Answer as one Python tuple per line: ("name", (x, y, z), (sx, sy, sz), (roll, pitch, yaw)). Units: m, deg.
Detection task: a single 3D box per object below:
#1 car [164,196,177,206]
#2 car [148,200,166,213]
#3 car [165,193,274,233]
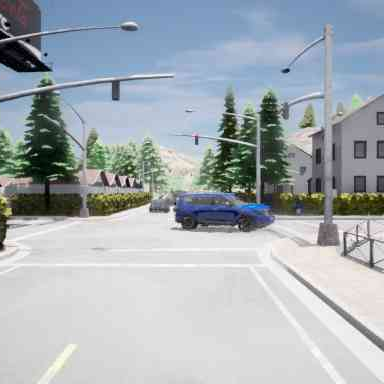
("car", (-3.553, 1.477, 55.639), (1.882, 1.535, 5.008), (0, 0, 0))
("car", (-3.608, 1.564, 36.908), (1.994, 1.385, 4.181), (0, 0, 0))
("car", (1.627, 1.071, 18.438), (5.566, 2.045, 2.150), (-1, 2, 28))
